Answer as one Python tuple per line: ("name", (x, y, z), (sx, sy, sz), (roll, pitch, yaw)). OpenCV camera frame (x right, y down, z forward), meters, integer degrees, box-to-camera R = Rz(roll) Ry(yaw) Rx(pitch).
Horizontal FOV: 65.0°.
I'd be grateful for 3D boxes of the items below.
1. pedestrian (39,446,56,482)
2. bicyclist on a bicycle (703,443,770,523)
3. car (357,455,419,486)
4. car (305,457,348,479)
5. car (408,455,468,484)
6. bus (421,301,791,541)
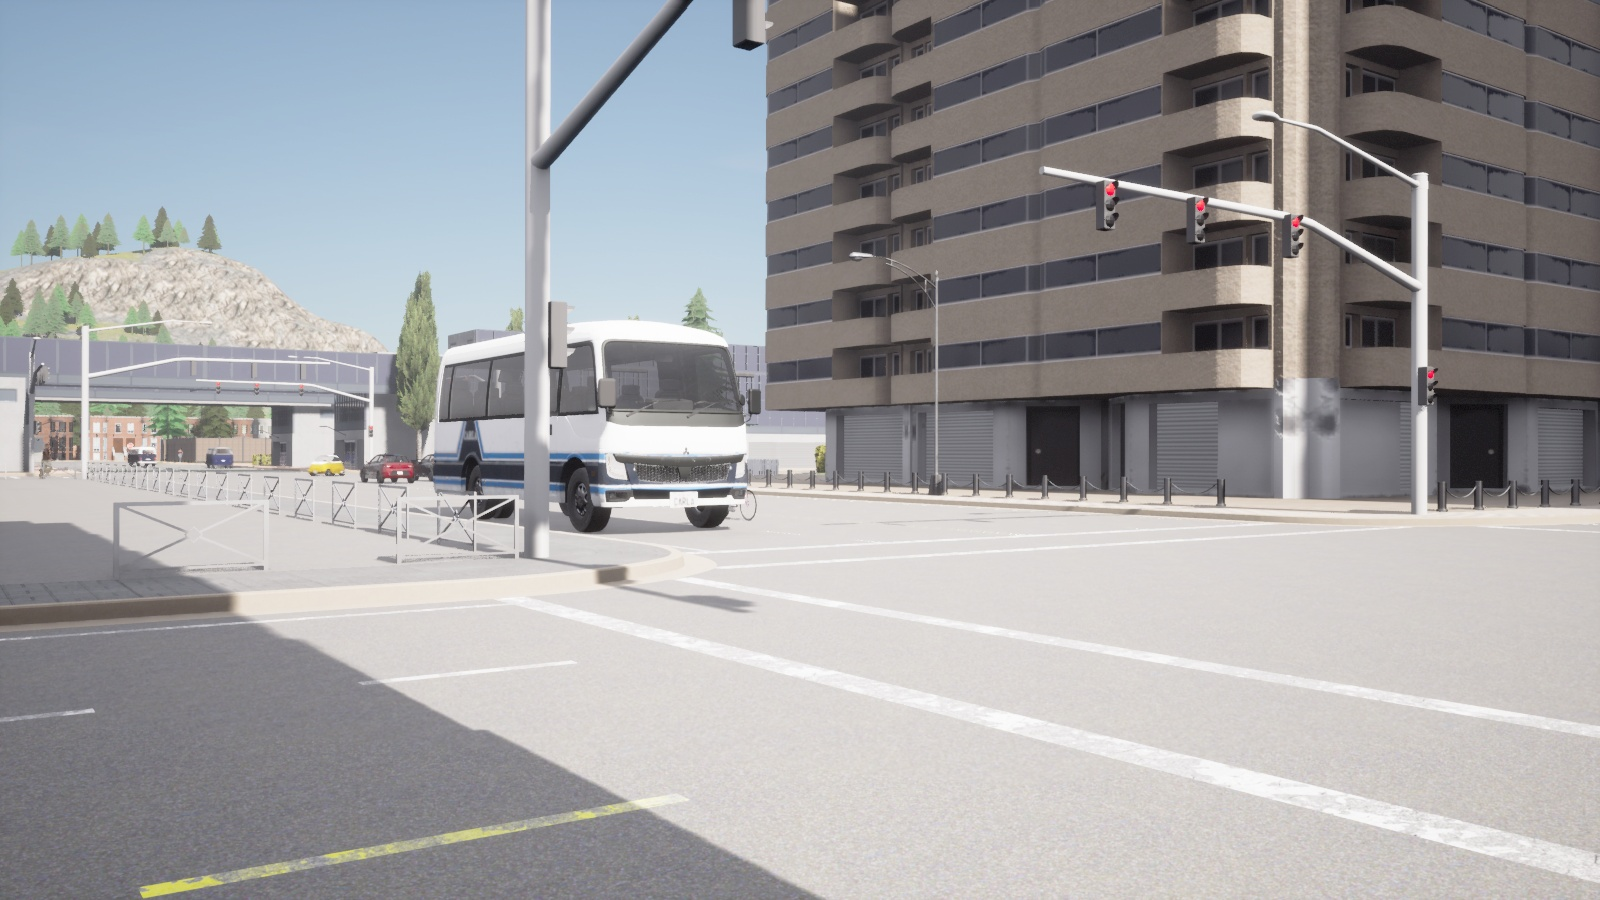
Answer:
("pedestrian", (-38.207, 0.696, 63.749), (0.703, 1.840, 0.431), (0, 0, -22))
("bicyclist on a bicycle", (-1.488, 0.745, 29.055), (0.659, 1.776, 1.843), (0, 0, -35))
("car", (-20.704, 1.012, 63.020), (1.816, 1.474, 4.193), (0, 0, -35))
("car", (-29.983, 1.113, 79.533), (1.481, 1.376, 2.207), (-1, -1, 19))
("car", (-19.461, 1.020, 67.379), (1.816, 1.474, 4.193), (0, 0, -35))
("bus", (-4.724, -0.499, 27.581), (3.944, 4.253, 10.273), (0, 0, -35))
